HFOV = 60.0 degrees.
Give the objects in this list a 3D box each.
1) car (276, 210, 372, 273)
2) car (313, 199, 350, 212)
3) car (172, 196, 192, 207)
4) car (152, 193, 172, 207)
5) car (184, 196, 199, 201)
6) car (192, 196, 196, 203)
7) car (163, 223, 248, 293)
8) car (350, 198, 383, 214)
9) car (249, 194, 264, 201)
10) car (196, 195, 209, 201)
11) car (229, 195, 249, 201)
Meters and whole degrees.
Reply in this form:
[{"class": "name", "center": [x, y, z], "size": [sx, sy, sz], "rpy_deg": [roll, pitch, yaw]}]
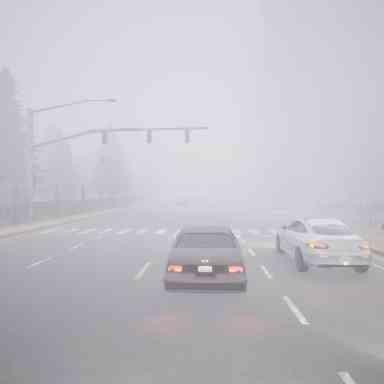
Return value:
[{"class": "car", "center": [3.963, 1.526, 10.614], "size": [1.812, 1.442, 4.674], "rpy_deg": [0, 0, 3]}, {"class": "car", "center": [16.997, 1.547, 39.615], "size": [4.902, 1.511, 2.128], "rpy_deg": [0, 0, 3]}, {"class": "car", "center": [-1.494, 1.505, 51.267], "size": [1.837, 1.490, 4.892], "rpy_deg": [0, 0, 3]}, {"class": "car", "center": [-4.903, 1.222, 53.213], "size": [2.150, 2.045, 5.566], "rpy_deg": [0, 0, 2]}, {"class": "car", "center": [-0.120, 1.595, 83.506], "size": [1.895, 1.301, 4.718], "rpy_deg": [0, 0, 28]}, {"class": "car", "center": [-0.844, 1.491, 65.903], "size": [2.128, 1.511, 4.902], "rpy_deg": [0, 0, 3]}, {"class": "car", "center": [0.380, 1.547, 8.988], "size": [2.033, 1.411, 5.357], "rpy_deg": [0, 0, 3]}, {"class": "car", "center": [20.162, 1.407, 35.994], "size": [4.553, 1.767, 2.097], "rpy_deg": [0, 0, 2]}, {"class": "car", "center": [17.008, 1.540, 87.807], "size": [5.357, 1.411, 2.033], "rpy_deg": [0, 0, -35]}, {"class": "car", "center": [2.610, 1.478, 81.096], "size": [1.882, 1.535, 5.008], "rpy_deg": [0, 0, 23]}, {"class": "car", "center": [11.994, 1.525, 88.171], "size": [4.902, 1.511, 2.128], "rpy_deg": [0, 0, -44]}]
